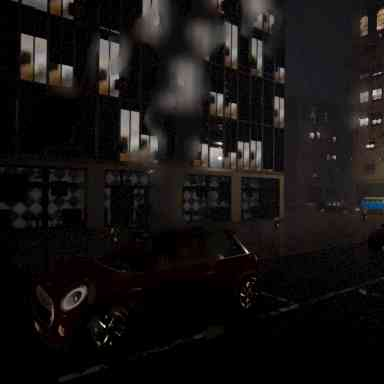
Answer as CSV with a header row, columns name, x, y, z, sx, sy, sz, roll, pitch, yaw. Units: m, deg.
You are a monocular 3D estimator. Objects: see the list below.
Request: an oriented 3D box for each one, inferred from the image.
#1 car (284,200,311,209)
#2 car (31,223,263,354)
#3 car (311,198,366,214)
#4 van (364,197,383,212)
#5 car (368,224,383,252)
name,x,y,z,sx,sy,sz,roll,pitch,yaw
car,15.697,1.787,48.854,1.752,1.417,4.829,0,-1,-35
car,-0.669,1.441,6.068,4.097,1.590,1.967,0,1,-35
car,15.243,1.620,34.821,2.008,1.369,4.403,0,-1,-35
van,22.128,1.524,39.601,1.690,1.788,3.998,0,-1,-35
car,8.406,1.567,12.545,4.313,1.339,1.947,0,1,-35
